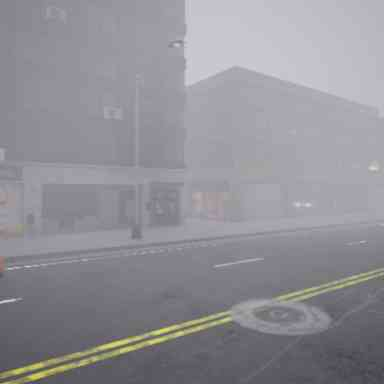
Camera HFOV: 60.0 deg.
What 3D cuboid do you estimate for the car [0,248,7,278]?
[{"bbox_3d":[-6.569,1.351,6.993,4.553,1.767,2.097,0,0,-36],"label":"car"}]
